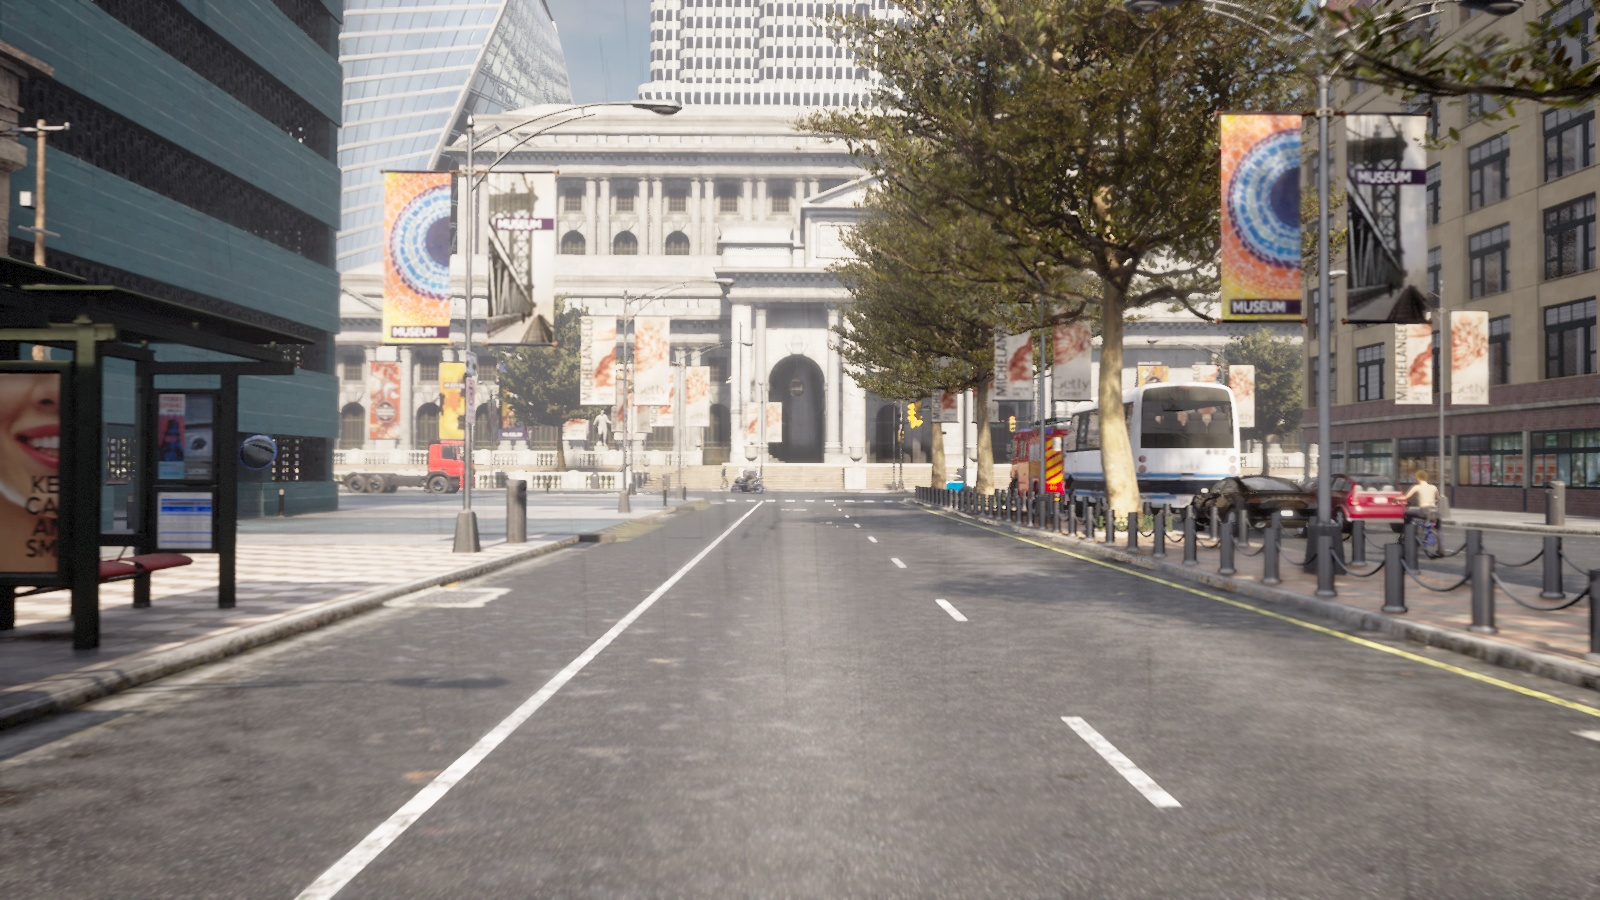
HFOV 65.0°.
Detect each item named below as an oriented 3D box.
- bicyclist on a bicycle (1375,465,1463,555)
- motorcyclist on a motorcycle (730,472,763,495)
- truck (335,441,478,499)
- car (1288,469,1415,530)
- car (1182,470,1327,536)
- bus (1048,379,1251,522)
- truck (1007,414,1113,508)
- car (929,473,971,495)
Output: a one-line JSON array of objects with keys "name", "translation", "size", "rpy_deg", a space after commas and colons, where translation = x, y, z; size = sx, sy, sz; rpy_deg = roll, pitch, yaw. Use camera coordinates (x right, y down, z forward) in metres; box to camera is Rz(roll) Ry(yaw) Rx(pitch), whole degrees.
[{"name": "bicyclist on a bicycle", "translation": [11.450, 1.095, 23.277], "size": [0.866, 1.612, 1.509], "rpy_deg": [0, -1, 0]}, {"name": "motorcyclist on a motorcycle", "translation": [-3.623, 2.282, 84.715], "size": [2.191, 1.530, 0.866], "rpy_deg": [0, -1, 0]}, {"name": "truck", "translation": [-24.272, 1.231, 77.757], "size": [7.936, 3.462, 2.891], "rpy_deg": [0, -1, 0]}, {"name": "car", "translation": [14.917, 1.306, 34.182], "size": [1.789, 1.549, 3.705], "rpy_deg": [0, -1, 0]}, {"name": "car", "translation": [11.423, 1.281, 31.944], "size": [1.882, 1.535, 5.008], "rpy_deg": [0, -1, 0]}, {"name": "bus", "translation": [11.391, 0.103, 42.445], "size": [3.944, 4.253, 10.273], "rpy_deg": [0, -1, 0]}, {"name": "truck", "translation": [11.314, 0.534, 55.528], "size": [2.891, 3.827, 8.468], "rpy_deg": [0, -1, 0]}, {"name": "car", "translation": [9.608, 2.177, 80.426], "size": [2.207, 1.376, 1.481], "rpy_deg": [1, -2, -35]}]
